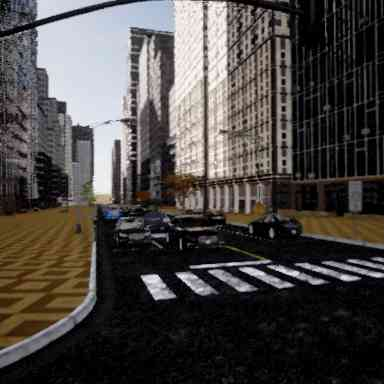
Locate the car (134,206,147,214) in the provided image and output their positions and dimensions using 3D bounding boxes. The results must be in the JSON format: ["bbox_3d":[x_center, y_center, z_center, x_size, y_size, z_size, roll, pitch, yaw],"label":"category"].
[{"bbox_3d":[-9.462,3.306,60.778,1.895,1.301,4.718,0,-2,-16],"label":"car"}]

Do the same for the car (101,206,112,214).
[{"bbox_3d":[-17.066,3.511,66.301,1.887,1.381,4.507,-1,-1,-16],"label":"car"}]

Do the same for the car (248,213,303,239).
[{"bbox_3d":[4.861,1.958,19.932,2.008,1.369,4.403,-1,-1,-16],"label":"car"}]

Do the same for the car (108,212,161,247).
[{"bbox_3d":[-3.197,2.010,17.634,2.008,1.369,4.403,-1,-1,-16],"label":"car"}]

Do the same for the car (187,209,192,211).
[{"bbox_3d":[0.238,2.467,36.155,1.947,1.339,4.313,-1,-1,-16],"label":"car"}]

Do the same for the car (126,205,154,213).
[{"bbox_3d":[-5.613,2.474,35.633,1.837,1.490,4.892,0,-1,-16],"label":"car"}]

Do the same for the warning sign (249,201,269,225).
[{"bbox_3d":[5.394,1.697,26.824,1.300,1.860,1.060,1,-1,-16],"label":"warning sign"}]

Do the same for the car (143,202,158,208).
[{"bbox_3d":[-6.568,2.609,50.638,2.150,2.045,5.566,0,-2,-16],"label":"car"}]

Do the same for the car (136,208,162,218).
[{"bbox_3d":[-2.780,2.213,25.665,2.033,1.411,5.357,0,-2,-16],"label":"car"}]

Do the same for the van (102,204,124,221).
[{"bbox_3d":[-9.368,2.461,39.270,1.690,1.788,3.998,-1,-1,-16],"label":"van"}]

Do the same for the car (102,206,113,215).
[{"bbox_3d":[-15.480,3.315,60.731,1.752,1.417,4.829,-1,-1,-16],"label":"car"}]

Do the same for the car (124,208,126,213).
[{"bbox_3d":[-9.633,3.069,50.077,1.895,1.301,4.718,0,-2,-16],"label":"car"}]

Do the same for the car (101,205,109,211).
[{"bbox_3d":[-21.689,4.028,82.522,1.887,1.381,4.507,-1,-1,-16],"label":"car"}]

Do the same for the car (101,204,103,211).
[{"bbox_3d":[-13.985,3.176,55.486,2.008,1.369,4.403,-1,-1,-16],"label":"car"}]

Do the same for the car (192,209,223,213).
[{"bbox_3d":[1.779,2.302,30.748,1.947,1.339,4.313,-1,-1,-16],"label":"car"}]

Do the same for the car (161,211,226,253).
[{"bbox_3d":[0.013,1.872,15.826,1.837,1.490,4.892,0,-2,-15],"label":"car"}]

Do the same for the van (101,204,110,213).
[{"bbox_3d":[-18.613,3.479,71.712,1.690,1.788,3.998,-1,-1,-16],"label":"van"}]
